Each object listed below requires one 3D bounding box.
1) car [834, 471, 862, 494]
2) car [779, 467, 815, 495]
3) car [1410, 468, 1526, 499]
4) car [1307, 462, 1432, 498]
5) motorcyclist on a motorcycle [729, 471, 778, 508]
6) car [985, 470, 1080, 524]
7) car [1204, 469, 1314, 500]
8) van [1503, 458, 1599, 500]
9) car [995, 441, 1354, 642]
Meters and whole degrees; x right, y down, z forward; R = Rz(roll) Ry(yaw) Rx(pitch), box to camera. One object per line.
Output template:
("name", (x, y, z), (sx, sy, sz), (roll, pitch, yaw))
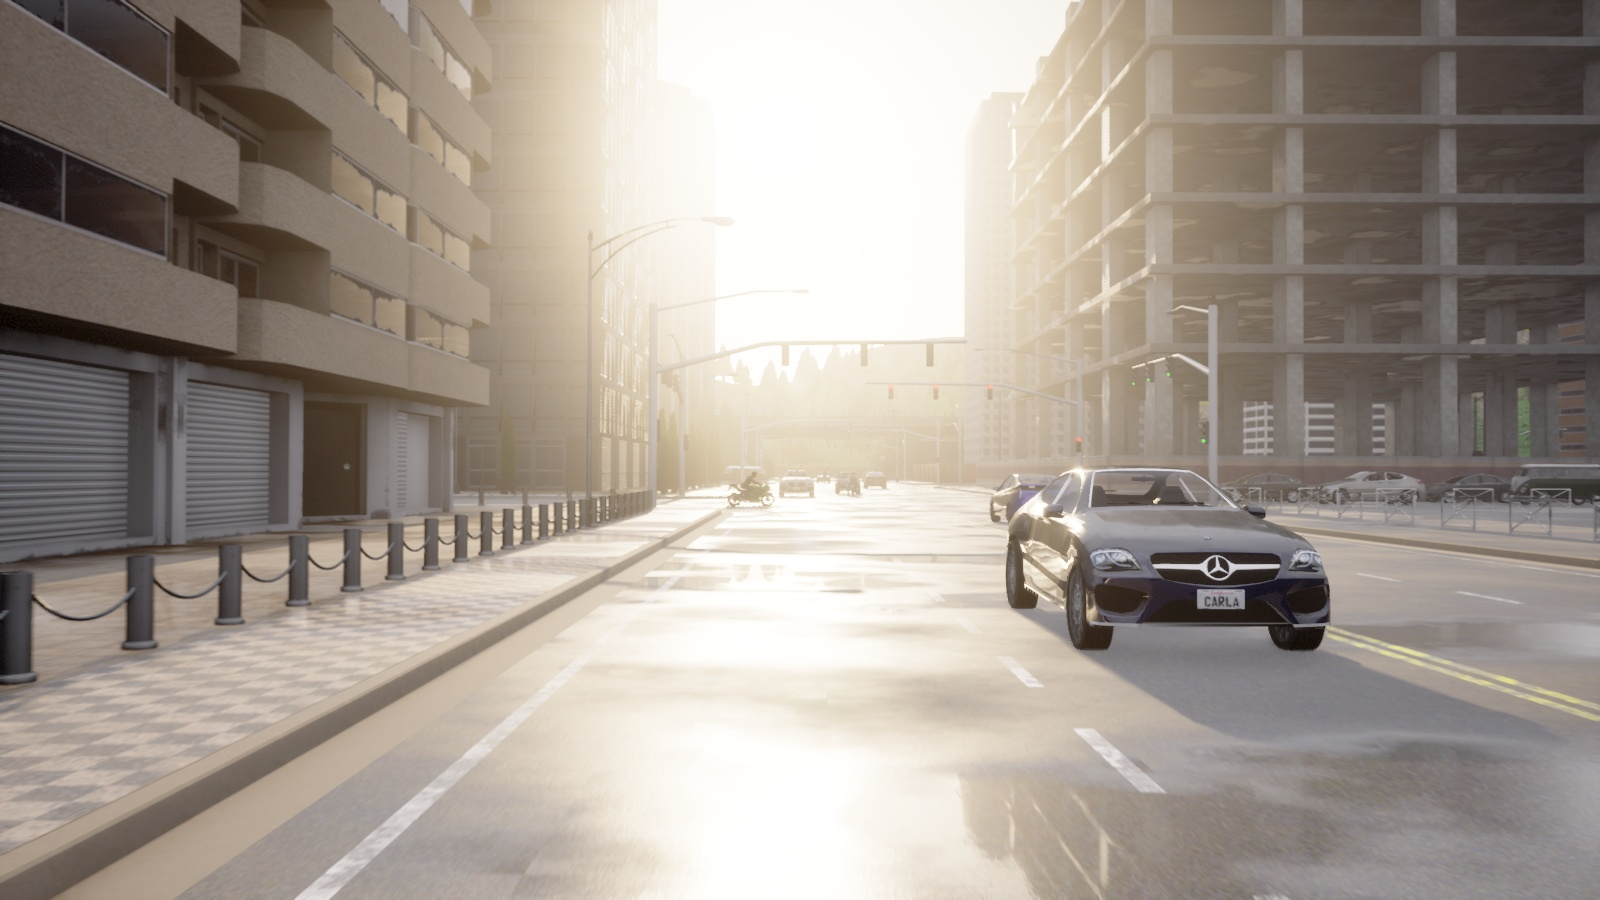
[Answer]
("car", (3.290, 2.223, 86.207), (1.789, 1.549, 3.705), (0, -1, 0))
("car", (-0.188, 1.884, 77.083), (2.152, 1.651, 5.027), (0, -1, 0))
("car", (33.832, 1.695, 63.723), (4.892, 1.490, 1.837), (0, -1, 0))
("car", (27.242, 1.436, 60.185), (5.027, 1.651, 2.152), (0, -1, 0))
("motorcyclist on a motorcycle", (-1.950, 1.662, 52.794), (2.044, 1.523, 0.797), (0, -1, -1))
("car", (6.908, 1.366, 37.750), (2.007, 1.525, 4.514), (0, -1, 0))
("car", (23.247, 1.737, 63.659), (4.892, 1.490, 1.837), (0, -1, 0))
("van", (36.460, 1.374, 60.243), (4.442, 1.987, 1.775), (0, -1, 0))
("car", (3.468, 0.795, 12.852), (2.152, 1.651, 5.027), (0, -1, 0))
